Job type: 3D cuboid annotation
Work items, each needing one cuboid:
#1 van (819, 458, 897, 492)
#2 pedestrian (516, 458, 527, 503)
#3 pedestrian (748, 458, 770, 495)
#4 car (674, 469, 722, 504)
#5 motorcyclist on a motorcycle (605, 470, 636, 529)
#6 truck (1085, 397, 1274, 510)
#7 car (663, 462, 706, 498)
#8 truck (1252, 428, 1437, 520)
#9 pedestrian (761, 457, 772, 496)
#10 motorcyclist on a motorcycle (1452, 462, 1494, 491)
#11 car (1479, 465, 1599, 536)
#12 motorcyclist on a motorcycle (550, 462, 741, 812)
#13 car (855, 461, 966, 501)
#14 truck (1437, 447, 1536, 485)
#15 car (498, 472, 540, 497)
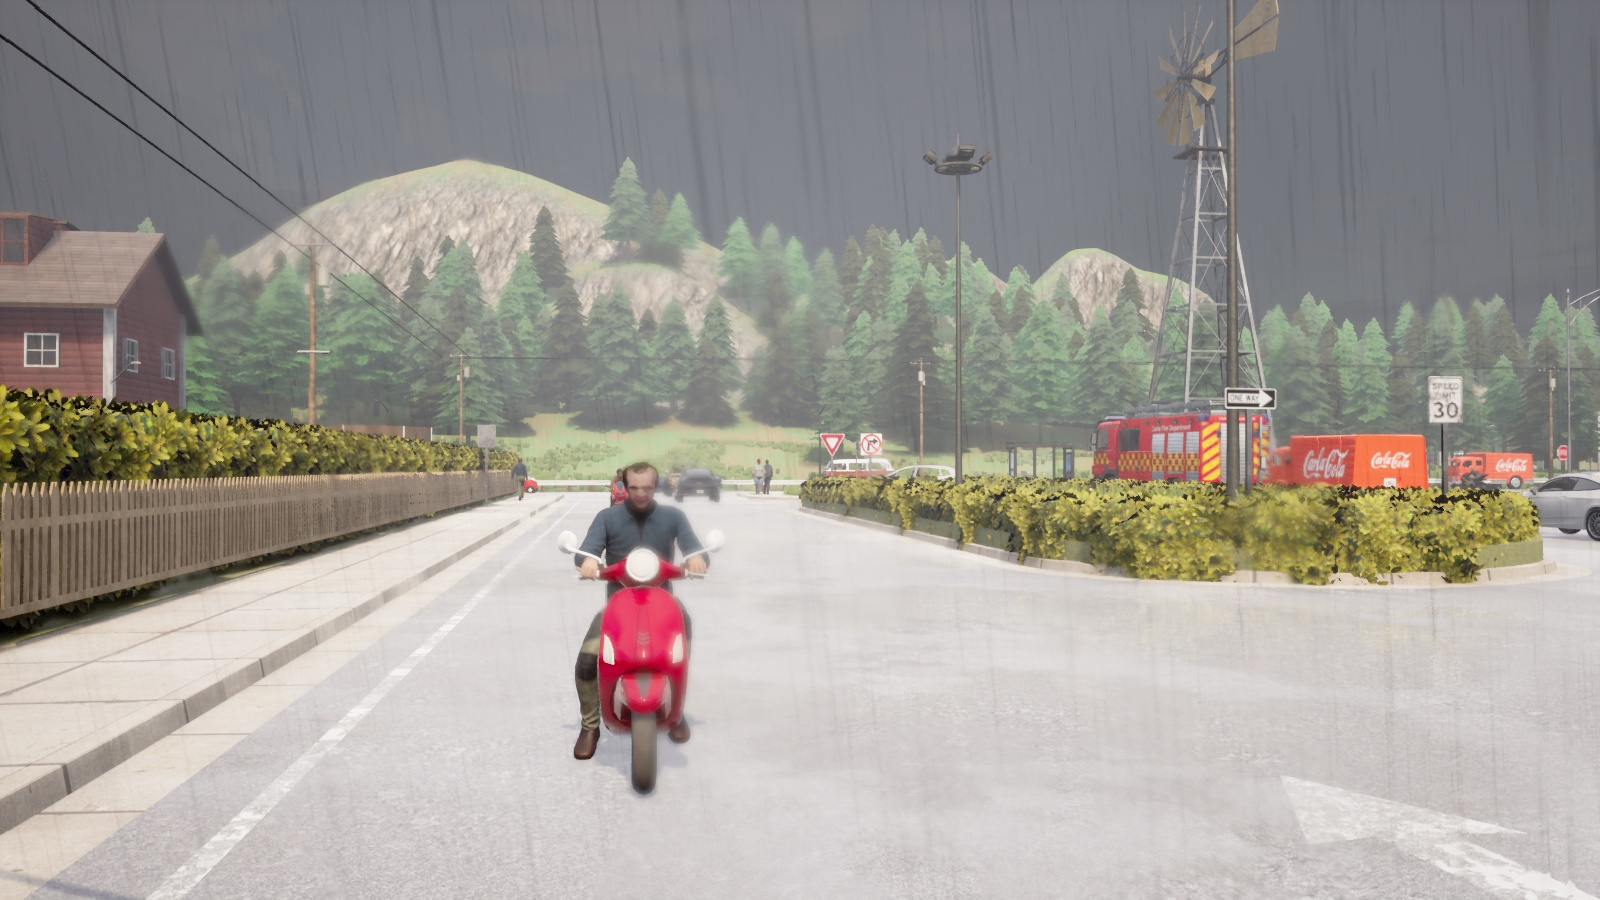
[{"bbox_3d":[3.539,1.544,77.396,4.480,2.038,2.069,0,-1,-8],"label":"van"},{"bbox_3d":[-11.655,1.275,52.516,0.370,1.835,0.726,0,-1,-8],"label":"pedestrian"},{"bbox_3d":[-2.055,1.327,62.684,0.874,1.855,0.900,0,-1,-18],"label":"pedestrian"},{"bbox_3d":[-4.648,1.618,56.599,1.837,1.490,4.892,0,-1,-8],"label":"car"},{"bbox_3d":[-4.805,1.289,33.633,0.797,1.523,2.044,0,-1,-8],"label":"motorcyclist on a motorcycle"},{"bbox_3d":[13.910,0.158,46.998,2.891,3.827,8.468,0,-1,-13],"label":"truck"},{"bbox_3d":[-6.176,1.577,66.621,1.932,1.855,4.605,0,-1,-9],"label":"car"},{"bbox_3d":[15.741,0.682,36.715,2.627,2.467,5.204,0,-1,-8],"label":"truck"},{"bbox_3d":[-1.692,1.333,63.341,0.423,1.949,0.788,0,-1,-11],"label":"pedestrian"},{"bbox_3d":[36.870,1.449,68.797,0.866,1.530,2.191,0,-1,-9],"label":"motorcyclist on a motorcycle"},{"bbox_3d":[17.194,1.056,27.343,1.812,1.442,4.674,0,-1,-8],"label":"car"},{"bbox_3d":[-0.841,0.865,6.701,0.866,1.590,1.817,0,-1,-8],"label":"motorcyclist on a motorcycle"},{"bbox_3d":[4.820,1.345,54.410,4.611,1.667,2.242,-1,-1,10],"label":"car"},{"bbox_3d":[45.564,1.048,83.366,5.204,2.467,2.627,0,-1,-8],"label":"truck"},{"bbox_3d":[-15.906,1.961,71.096,2.207,1.376,1.481,-1,-1,-8],"label":"car"}]
